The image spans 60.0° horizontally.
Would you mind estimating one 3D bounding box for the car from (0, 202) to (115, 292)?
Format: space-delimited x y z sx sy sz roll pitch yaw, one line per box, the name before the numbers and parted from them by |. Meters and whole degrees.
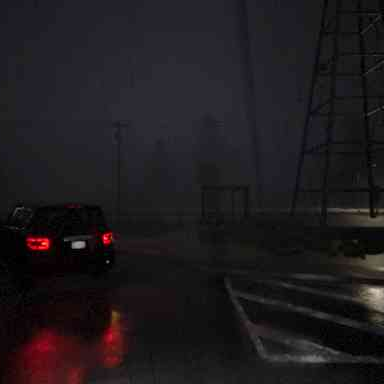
car | -4.180 1.310 9.570 2.150 2.045 5.566 1 -1 -38
